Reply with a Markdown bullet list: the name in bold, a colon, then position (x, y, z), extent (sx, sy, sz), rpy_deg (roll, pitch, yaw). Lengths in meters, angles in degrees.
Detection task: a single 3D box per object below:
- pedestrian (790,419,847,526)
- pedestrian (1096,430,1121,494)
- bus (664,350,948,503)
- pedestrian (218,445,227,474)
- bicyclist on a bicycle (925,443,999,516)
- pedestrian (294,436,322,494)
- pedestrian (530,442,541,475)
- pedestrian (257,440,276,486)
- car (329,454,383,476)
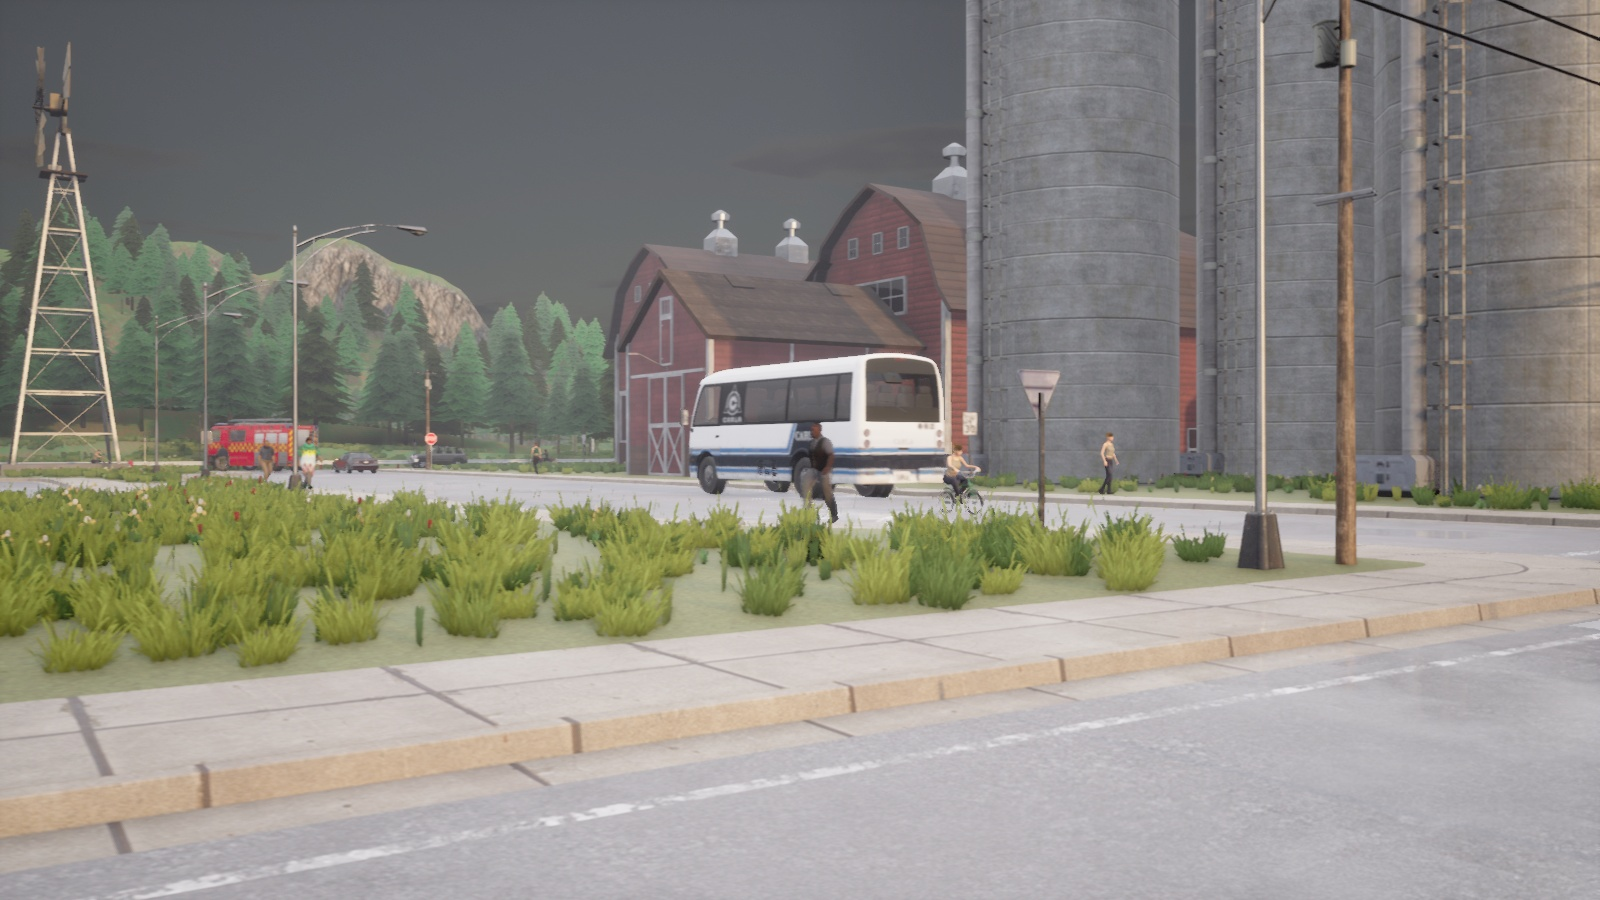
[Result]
- **pedestrian**: position (0.329, 0.393, 22.532), extent (0.849, 1.883, 0.563), rpy_deg (0, 0, -40)
- **pedestrian**: position (8.935, 0.335, 36.387), extent (0.345, 1.836, 0.594), rpy_deg (0, 0, -45)
- **bus**: position (-0.153, -0.640, 40.341), extent (3.944, 4.253, 10.273), rpy_deg (0, 0, -35)
- **pedestrian**: position (-36.569, 0.616, 79.491), extent (0.370, 1.835, 0.726), rpy_deg (0, 0, -37)
- **bicyclist on a bicycle**: position (3.682, 0.652, 28.602), extent (0.866, 1.612, 1.509), rpy_deg (0, 0, -34)
- **pedestrian**: position (-16.607, 0.497, 42.385), extent (0.659, 1.952, 0.873), rpy_deg (0, 0, -37)
- **pedestrian**: position (-14.781, 0.478, 70.200), extent (0.345, 1.836, 0.594), rpy_deg (0, 0, -35)
- **pedestrian**: position (-21.451, 0.526, 50.471), extent (0.540, 1.848, 0.694), rpy_deg (0, 0, -37)
- **car**: position (-29.345, 0.961, 82.829), extent (2.033, 1.411, 5.357), rpy_deg (0, 0, -34)
